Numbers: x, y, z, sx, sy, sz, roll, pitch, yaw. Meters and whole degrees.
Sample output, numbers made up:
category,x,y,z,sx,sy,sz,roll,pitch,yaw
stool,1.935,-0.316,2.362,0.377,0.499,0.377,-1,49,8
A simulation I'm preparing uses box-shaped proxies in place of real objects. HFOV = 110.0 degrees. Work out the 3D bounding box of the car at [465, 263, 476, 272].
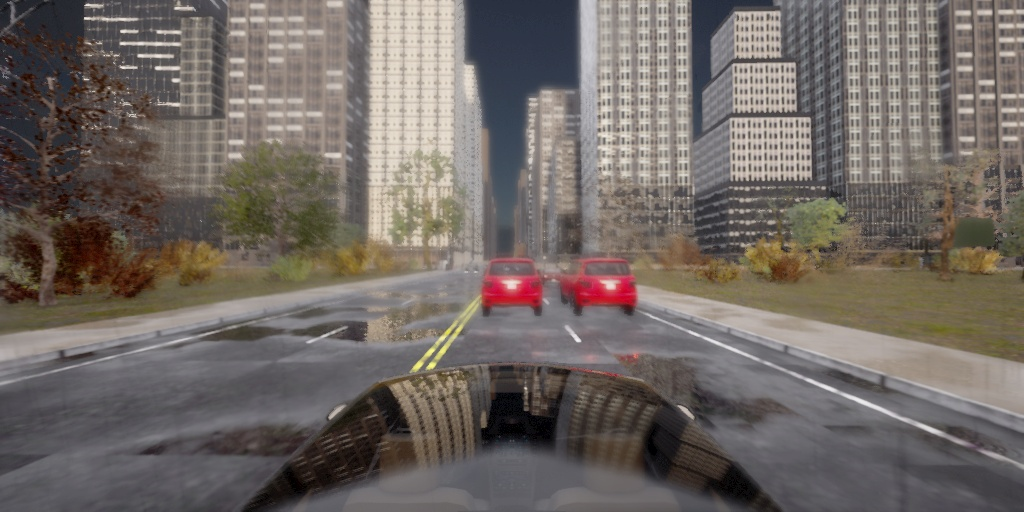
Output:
category,x,y,z,sx,sy,sz,roll,pitch,yaw
car,-6.523,1.834,59.008,1.812,1.442,4.674,0,-1,1

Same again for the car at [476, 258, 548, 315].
category,x,y,z,sx,sy,sz,roll,pitch,yaw
car,0.008,1.108,14.413,2.150,2.045,5.566,0,0,0

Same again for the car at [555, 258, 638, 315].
category,x,y,z,sx,sy,sz,roll,pitch,yaw
car,3.258,1.108,14.431,2.150,2.045,5.566,0,0,0

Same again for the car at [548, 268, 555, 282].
category,x,y,z,sx,sy,sz,roll,pitch,yaw
car,3.264,1.640,30.090,1.895,1.301,4.718,0,-1,0
